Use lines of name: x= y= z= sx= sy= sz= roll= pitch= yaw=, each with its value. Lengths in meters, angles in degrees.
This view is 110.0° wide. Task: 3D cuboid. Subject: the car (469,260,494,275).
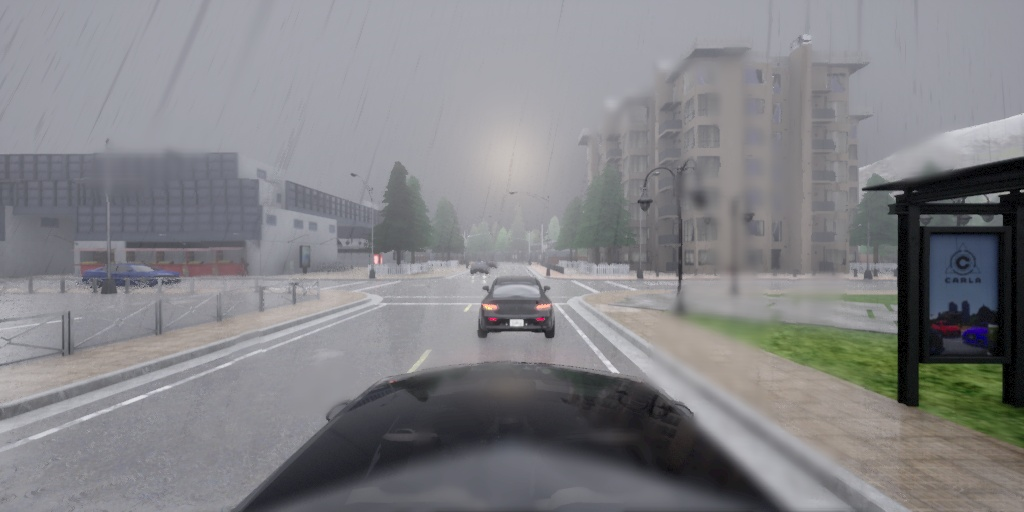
car: x=-3.398 y=1.289 z=38.829 sx=2.033 sy=1.411 sz=5.357 roll=0 pitch=0 yaw=1

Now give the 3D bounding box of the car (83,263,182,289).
car: x=-23.492 y=1.208 z=22.316 sx=5.008 sy=1.535 sz=1.882 roll=0 pitch=0 yaw=1

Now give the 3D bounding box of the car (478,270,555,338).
car: x=0.124 y=1.274 z=10.017 sx=1.812 sy=1.442 sz=4.674 roll=0 pitch=0 yaw=1

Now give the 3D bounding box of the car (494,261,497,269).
car: x=-3.294 y=1.340 z=55.049 sx=1.895 sy=1.301 sz=4.718 roll=0 pitch=0 yaw=1

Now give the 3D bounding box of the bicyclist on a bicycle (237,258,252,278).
bicyclist on a bicycle: x=-22.224 y=1.030 z=29.780 sx=0.582 sy=1.620 sz=1.656 roll=0 pitch=0 yaw=1
